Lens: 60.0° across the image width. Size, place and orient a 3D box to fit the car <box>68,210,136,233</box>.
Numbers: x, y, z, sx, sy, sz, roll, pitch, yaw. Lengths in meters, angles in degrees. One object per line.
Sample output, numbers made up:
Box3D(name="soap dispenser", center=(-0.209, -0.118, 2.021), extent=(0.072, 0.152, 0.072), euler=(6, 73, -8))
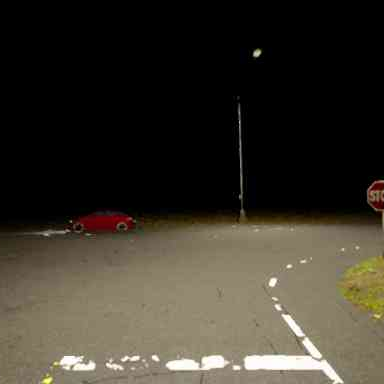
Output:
Box3D(name="car", center=(-5.698, 1.847, 21.306), extent=(4.181, 1.385, 1.994), euler=(-1, -2, -1))
